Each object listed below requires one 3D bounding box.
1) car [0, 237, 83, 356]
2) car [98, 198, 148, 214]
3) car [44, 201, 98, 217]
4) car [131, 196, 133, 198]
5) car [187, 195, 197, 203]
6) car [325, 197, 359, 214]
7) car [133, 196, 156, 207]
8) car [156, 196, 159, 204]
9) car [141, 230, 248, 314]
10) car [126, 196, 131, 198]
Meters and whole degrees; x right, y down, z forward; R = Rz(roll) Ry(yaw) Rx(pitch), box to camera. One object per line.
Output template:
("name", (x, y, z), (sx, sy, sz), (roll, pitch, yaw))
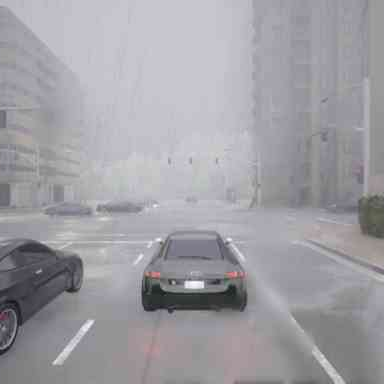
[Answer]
("car", (-3.460, 1.523, 5.911), (1.812, 1.442, 4.674), (0, 0, 0))
("car", (-7.278, 1.585, 33.923), (4.718, 1.301, 1.895), (0, 0, 0))
("car", (-11.214, 1.549, 30.454), (4.181, 1.385, 1.994), (0, 0, 0))
("car", (-10.691, 1.478, 57.873), (1.837, 1.490, 4.892), (0, 0, 0))
("car", (-0.048, 1.320, 68.777), (2.097, 1.767, 4.553), (0, 0, 0))
("car", (15.980, 1.338, 33.738), (4.553, 1.767, 2.097), (0, 0, 0))
("car", (-7.176, 1.524, 50.712), (2.033, 1.411, 5.357), (0, 0, 0))
("car", (-7.183, 1.476, 60.727), (1.837, 1.490, 4.892), (0, 0, 0))
("car", (0.049, 1.560, 7.714), (1.994, 1.385, 4.181), (0, 0, 0))
("car", (-10.682, 1.525, 48.181), (2.033, 1.411, 5.357), (0, 0, 0))
